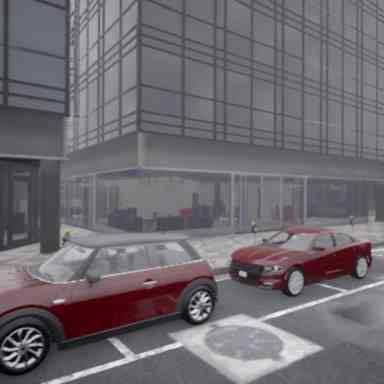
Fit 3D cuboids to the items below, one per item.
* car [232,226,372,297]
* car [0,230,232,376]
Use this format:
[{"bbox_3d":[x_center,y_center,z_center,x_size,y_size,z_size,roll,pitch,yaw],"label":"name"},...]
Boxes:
[{"bbox_3d":[2.979,1.617,8.772,4.507,1.381,1.887,1,-1,-35],"label":"car"},{"bbox_3d":[-1.582,1.458,5.523,4.097,1.590,1.967,1,-1,-35],"label":"car"}]
